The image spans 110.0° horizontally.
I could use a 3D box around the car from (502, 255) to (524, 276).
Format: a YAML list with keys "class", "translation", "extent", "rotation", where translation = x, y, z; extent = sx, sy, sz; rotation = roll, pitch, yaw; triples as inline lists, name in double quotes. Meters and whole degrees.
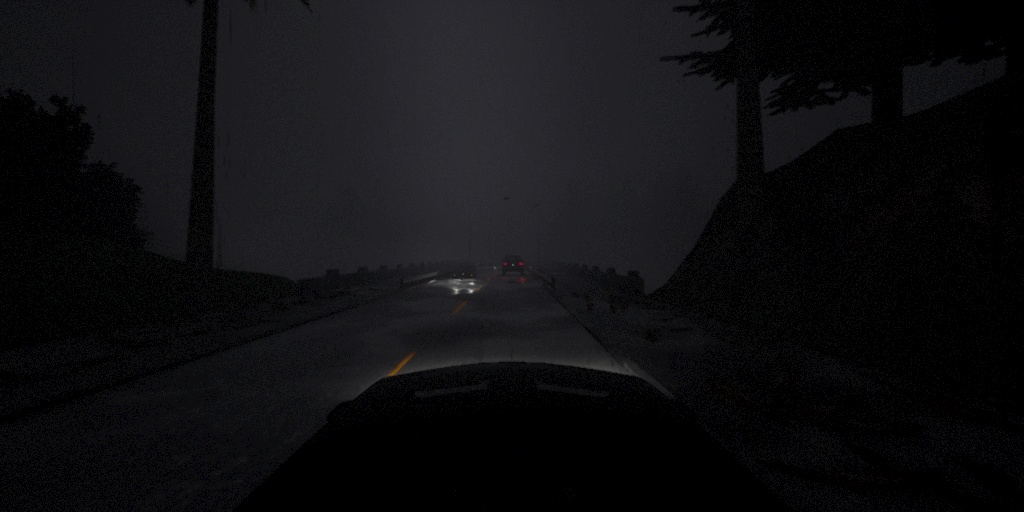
- class: "car"
  translation: [0.095, 0.963, 37.619]
  extent: [2.150, 2.045, 5.566]
  rotation: [0, 0, 0]

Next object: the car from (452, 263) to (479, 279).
- class: "car"
  translation: [-4.085, 1.309, 31.964]
  extent: [1.994, 1.385, 4.181]
  rotation: [0, 0, 0]
